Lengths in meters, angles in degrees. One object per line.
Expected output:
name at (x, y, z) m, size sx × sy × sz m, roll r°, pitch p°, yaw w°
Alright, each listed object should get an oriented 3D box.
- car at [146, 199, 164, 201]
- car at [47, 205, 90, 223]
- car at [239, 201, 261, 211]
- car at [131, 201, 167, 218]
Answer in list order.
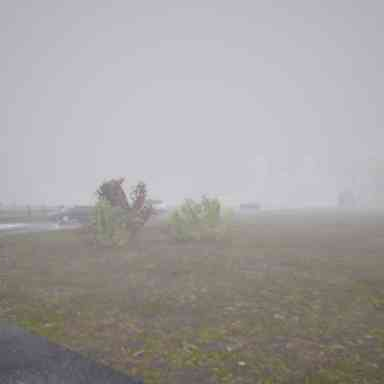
car at (-5.319, 1.831, 39.293) m, size 2.150 × 2.045 × 5.566 m, roll -2°, pitch -2°, yaw 36°
car at (-11.102, 2.005, 31.263) m, size 1.837 × 1.490 × 4.892 m, roll -2°, pitch -2°, yaw 36°
car at (9.422, 2.216, 53.556) m, size 1.882 × 1.535 × 5.008 m, roll -2°, pitch -2°, yaw 36°
car at (-4.982, 1.956, 33.448) m, size 2.128 × 1.511 × 4.902 m, roll -2°, pitch -2°, yaw 36°
